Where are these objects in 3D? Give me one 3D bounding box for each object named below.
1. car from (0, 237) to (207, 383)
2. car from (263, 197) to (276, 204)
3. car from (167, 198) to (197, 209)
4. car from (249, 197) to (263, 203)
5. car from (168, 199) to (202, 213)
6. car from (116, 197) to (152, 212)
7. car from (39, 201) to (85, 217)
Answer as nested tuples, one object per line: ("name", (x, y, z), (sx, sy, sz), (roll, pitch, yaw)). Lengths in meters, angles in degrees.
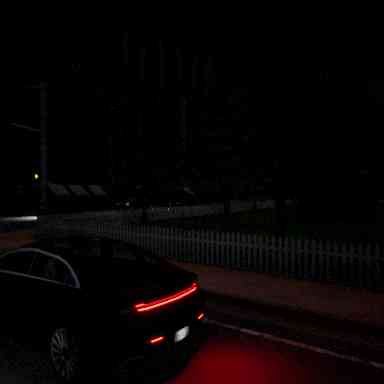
("car", (-2.086, 1.497, 5.430), (4.902, 1.511, 2.128), (0, 0, 36))
("car", (15.250, 1.571, 59.862), (2.033, 1.411, 5.357), (0, 0, 34))
("car", (-1.362, 1.633, 48.084), (1.895, 1.301, 4.718), (0, 0, 34))
("car", (12.372, 1.629, 61.849), (1.895, 1.301, 4.718), (0, 0, 34))
("car", (-0.333, 1.571, 36.764), (2.033, 1.411, 5.357), (0, 0, 34))
("car", (-6.922, 1.384, 39.864), (2.097, 1.767, 4.553), (0, 0, 34))
("car", (-12.340, 1.596, 31.841), (1.994, 1.385, 4.181), (0, 0, 34))
